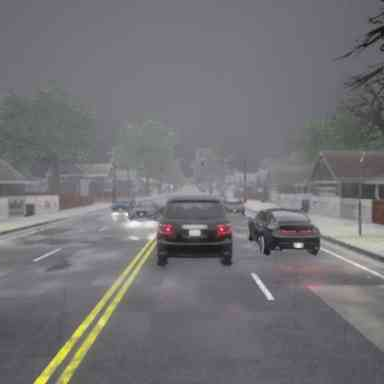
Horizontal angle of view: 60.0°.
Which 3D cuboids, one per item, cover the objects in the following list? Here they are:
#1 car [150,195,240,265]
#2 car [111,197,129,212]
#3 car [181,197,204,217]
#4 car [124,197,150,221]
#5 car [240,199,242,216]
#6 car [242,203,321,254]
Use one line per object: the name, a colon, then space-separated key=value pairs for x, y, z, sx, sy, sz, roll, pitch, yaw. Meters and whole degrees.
car: x=0.066 y=1.106 z=11.284 sx=2.150 sy=2.045 sz=5.566 roll=0 pitch=1 yaw=0
car: x=-6.658 y=1.197 z=33.493 sx=2.033 sy=1.411 sz=5.357 roll=0 pitch=1 yaw=0
car: x=0.029 y=1.225 z=28.764 sx=1.812 sy=1.442 sz=4.674 roll=0 pitch=1 yaw=0
car: x=-3.402 y=1.309 z=24.481 sx=1.994 sy=1.385 sz=4.181 roll=0 pitch=1 yaw=0
car: x=3.279 y=1.199 z=27.987 sx=2.128 sy=1.511 sz=4.902 roll=0 pitch=1 yaw=0
car: x=3.315 y=1.372 z=12.757 sx=1.837 sy=1.490 sz=4.892 roll=0 pitch=1 yaw=0
